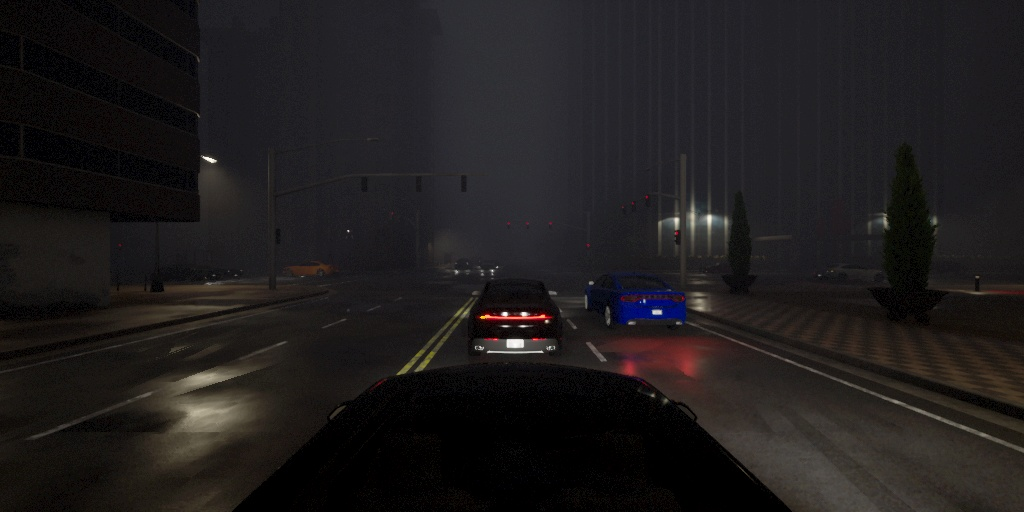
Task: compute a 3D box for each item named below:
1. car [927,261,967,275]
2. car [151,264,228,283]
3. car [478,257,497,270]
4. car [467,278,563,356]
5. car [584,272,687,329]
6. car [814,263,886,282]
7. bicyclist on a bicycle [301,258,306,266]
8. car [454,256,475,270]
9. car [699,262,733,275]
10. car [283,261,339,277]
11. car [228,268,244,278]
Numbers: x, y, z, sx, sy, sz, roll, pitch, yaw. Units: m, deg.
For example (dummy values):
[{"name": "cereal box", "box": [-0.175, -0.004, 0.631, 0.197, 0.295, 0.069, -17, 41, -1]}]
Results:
[{"name": "car", "box": [46.168, 1.256, 38.862, 4.892, 1.490, 1.837, 1, 0, 0]}, {"name": "car", "box": [-24.874, 1.313, 27.485, 4.181, 1.385, 1.994, 0, 0, -1]}, {"name": "car", "box": [-3.572, 1.274, 53.049, 1.812, 1.442, 4.674, 0, 0, -1]}, {"name": "car", "box": [0.061, 1.255, 8.576, 1.837, 1.490, 4.892, 0, 0, 0]}, {"name": "car", "box": [3.574, 1.227, 11.265, 1.882, 1.535, 5.008, 0, 0, 0]}, {"name": "car", "box": [26.321, 1.275, 28.027, 4.674, 1.442, 1.812, 0, 0, -1]}, {"name": "bicyclist on a bicycle", "box": [-26.424, 1.050, 45.450, 0.582, 1.620, 1.656, 0, 0, -1]}, {"name": "car", "box": [-7.142, 1.101, 52.857, 2.097, 1.767, 4.553, 0, 0, 2]}, {"name": "car", "box": [22.551, 1.313, 38.665, 4.181, 1.385, 1.994, 0, 0, -1]}, {"name": "car", "box": [-19.331, 1.227, 34.567, 5.008, 1.535, 1.882, 0, 0, 2]}, {"name": "car", "box": [-26.070, 1.350, 30.973, 4.718, 1.301, 1.895, 0, 0, -1]}]
